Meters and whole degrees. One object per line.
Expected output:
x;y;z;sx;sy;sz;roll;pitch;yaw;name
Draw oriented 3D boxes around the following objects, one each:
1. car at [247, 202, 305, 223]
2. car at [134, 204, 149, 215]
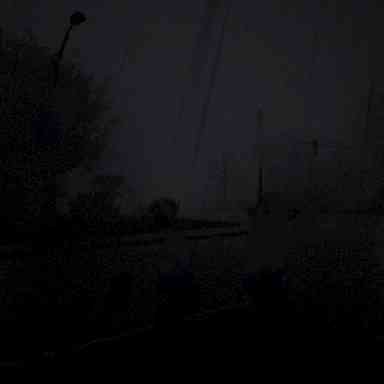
6.487;1.543;26.195;1.882;1.535;5.008;0;-1;-32;car
-6.588;2.530;46.800;1.837;1.490;4.892;0;-3;-32;car
